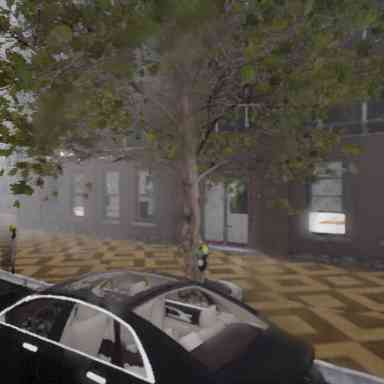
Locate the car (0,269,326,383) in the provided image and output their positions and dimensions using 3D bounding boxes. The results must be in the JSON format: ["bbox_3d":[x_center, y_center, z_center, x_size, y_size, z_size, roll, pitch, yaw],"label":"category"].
[{"bbox_3d":[-0.938,1.545,3.543,4.403,1.369,2.008,0,0,35],"label":"car"}]
